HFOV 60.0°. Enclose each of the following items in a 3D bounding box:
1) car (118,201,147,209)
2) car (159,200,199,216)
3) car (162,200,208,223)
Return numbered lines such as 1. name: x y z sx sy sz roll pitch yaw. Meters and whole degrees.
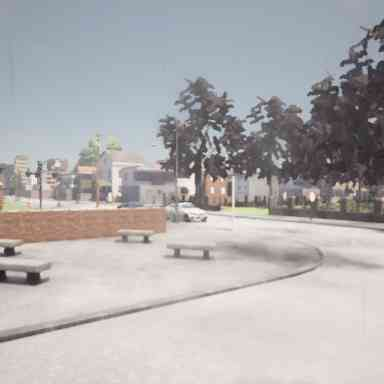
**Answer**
1. car: -6.227 1.658 34.901 1.994 1.385 4.181 0 0 -35
2. car: -1.454 1.625 35.363 1.837 1.490 4.892 0 0 -36
3. car: -0.631 1.620 27.015 1.812 1.442 4.674 0 0 -36
